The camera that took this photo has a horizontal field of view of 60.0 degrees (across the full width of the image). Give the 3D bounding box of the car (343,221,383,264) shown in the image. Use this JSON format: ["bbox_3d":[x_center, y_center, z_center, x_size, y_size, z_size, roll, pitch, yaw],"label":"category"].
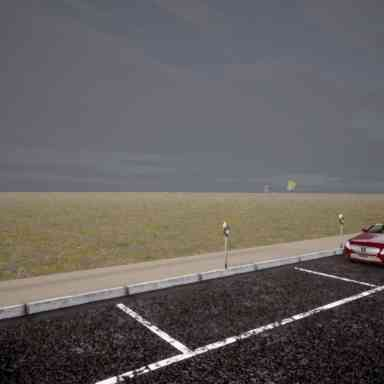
[{"bbox_3d":[6.637,1.584,10.792,4.206,1.307,1.802,0,1,-35],"label":"car"}]
